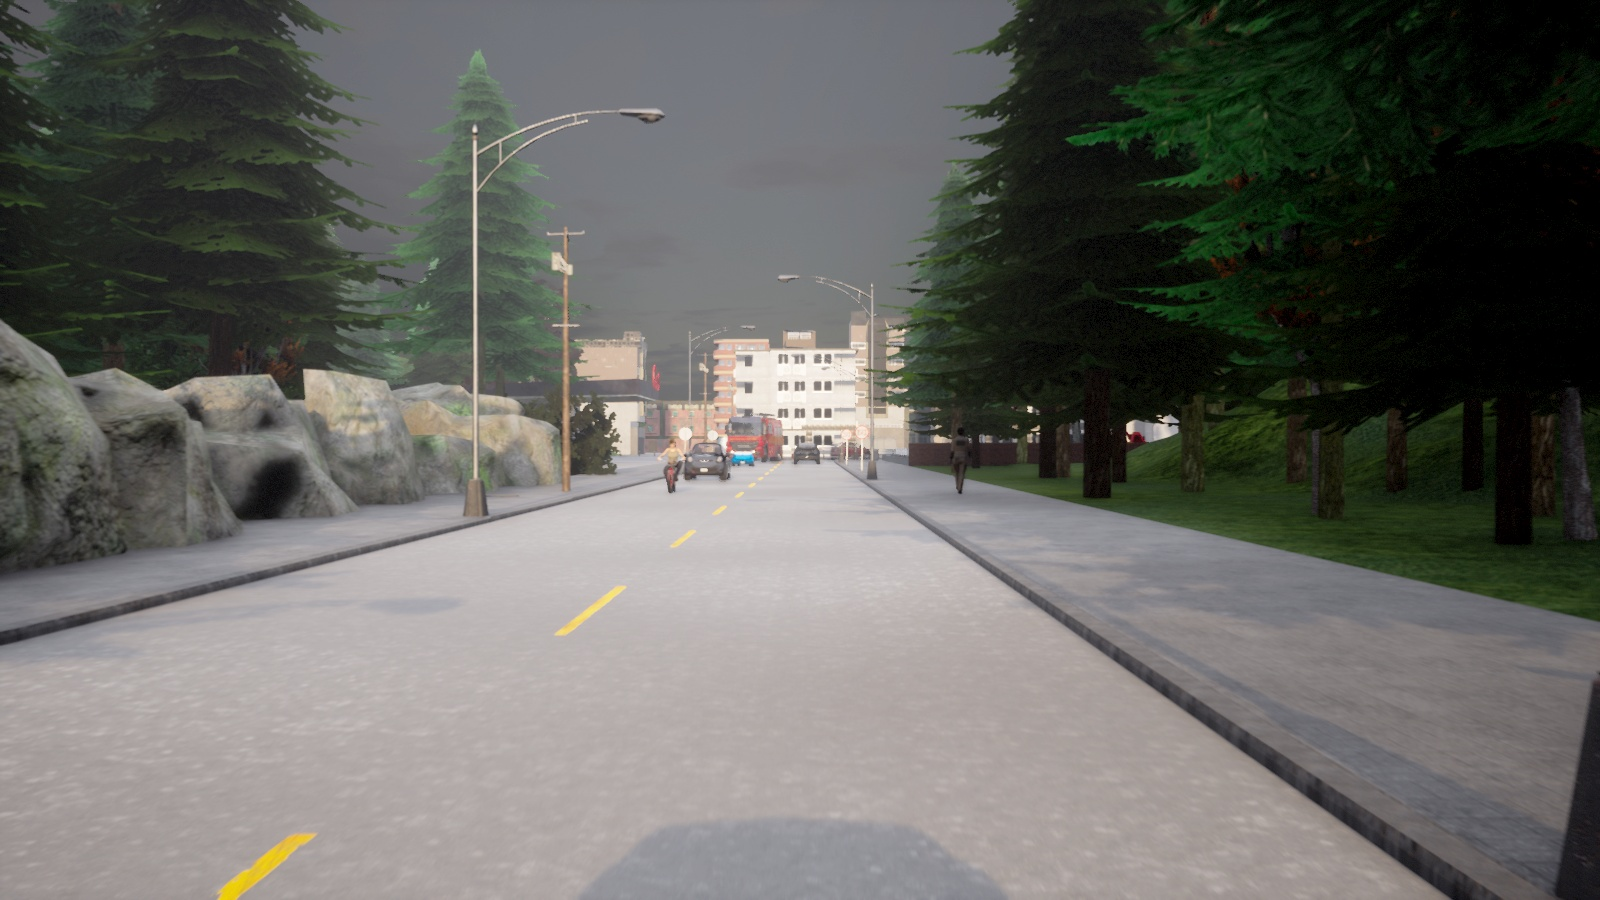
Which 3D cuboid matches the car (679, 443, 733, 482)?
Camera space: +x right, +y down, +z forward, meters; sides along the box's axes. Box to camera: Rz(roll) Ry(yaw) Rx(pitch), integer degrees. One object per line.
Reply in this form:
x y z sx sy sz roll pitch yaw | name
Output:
-3.698 0.477 50.001 1.845 1.501 3.633 0 0 0 | car

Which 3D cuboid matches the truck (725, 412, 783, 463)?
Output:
-3.528 -0.976 98.494 2.891 3.827 8.468 0 0 10 | truck

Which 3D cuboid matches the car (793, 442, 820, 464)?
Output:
0.477 0.251 88.238 1.837 1.490 4.892 0 -1 0 | car

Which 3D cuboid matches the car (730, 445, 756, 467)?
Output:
-3.563 0.353 78.833 1.481 1.376 2.207 0 0 0 | car

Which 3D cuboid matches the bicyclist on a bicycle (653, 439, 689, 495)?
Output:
-3.769 0.473 36.797 0.866 1.612 1.509 0 0 1 | bicyclist on a bicycle

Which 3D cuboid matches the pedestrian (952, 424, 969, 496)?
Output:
4.342 0.268 33.948 0.396 1.930 0.692 0 0 12 | pedestrian
